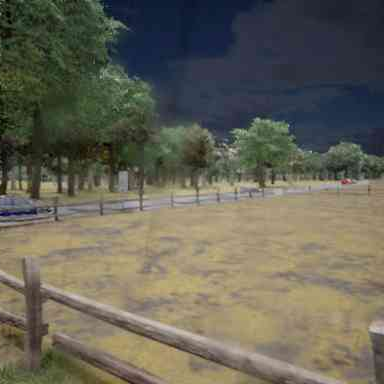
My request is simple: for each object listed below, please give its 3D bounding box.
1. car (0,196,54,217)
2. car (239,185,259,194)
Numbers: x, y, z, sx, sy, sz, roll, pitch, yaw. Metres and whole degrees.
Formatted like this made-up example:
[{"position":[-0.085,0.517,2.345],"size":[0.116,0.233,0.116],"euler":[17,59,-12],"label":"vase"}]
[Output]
[{"position":[-11.629,0.932,21.088],"size":[2.033,1.411,5.357],"euler":[1,2,36],"label":"car"},{"position":[9.791,-0.466,56.647],"size":[1.812,1.442,4.674],"euler":[1,3,36],"label":"car"}]
